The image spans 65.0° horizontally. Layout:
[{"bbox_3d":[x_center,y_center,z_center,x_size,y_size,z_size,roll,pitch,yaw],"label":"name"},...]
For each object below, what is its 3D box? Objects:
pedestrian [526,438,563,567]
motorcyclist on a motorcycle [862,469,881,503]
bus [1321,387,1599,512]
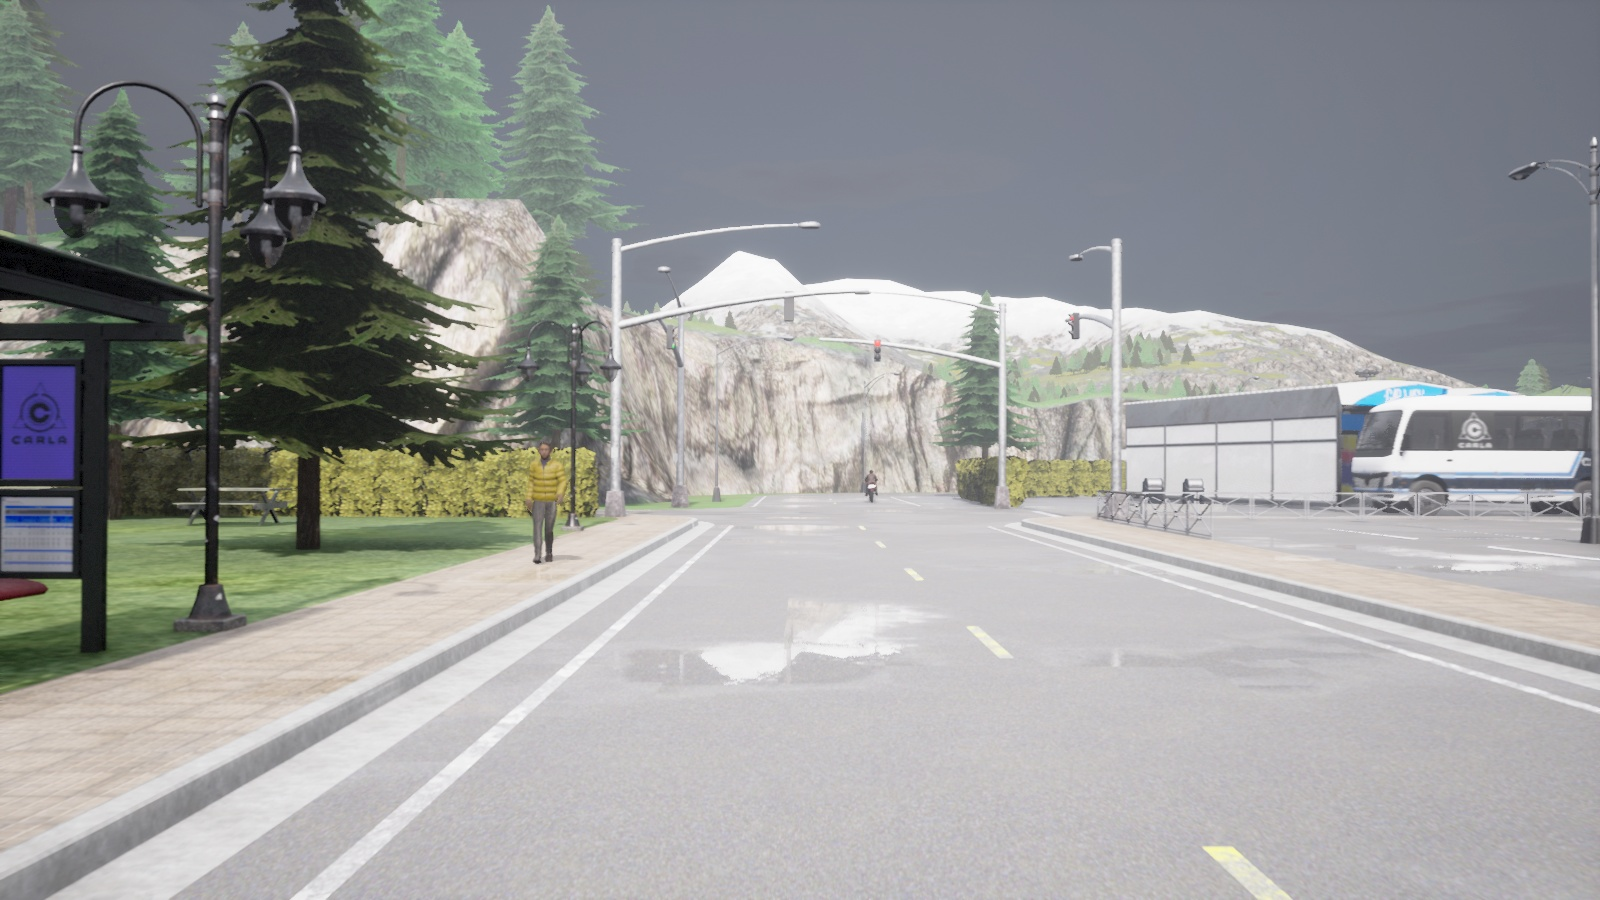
[{"bbox_3d":[-3.741,0.759,18.405,0.431,1.840,0.709,0,-1,-2],"label":"pedestrian"},{"bbox_3d":[3.326,1.664,58.709,0.797,1.523,2.044,0,-1,0],"label":"motorcyclist on a motorcycle"},{"bbox_3d":[24.614,0.013,44.909,10.273,4.253,3.944,0,-1,1],"label":"bus"}]
